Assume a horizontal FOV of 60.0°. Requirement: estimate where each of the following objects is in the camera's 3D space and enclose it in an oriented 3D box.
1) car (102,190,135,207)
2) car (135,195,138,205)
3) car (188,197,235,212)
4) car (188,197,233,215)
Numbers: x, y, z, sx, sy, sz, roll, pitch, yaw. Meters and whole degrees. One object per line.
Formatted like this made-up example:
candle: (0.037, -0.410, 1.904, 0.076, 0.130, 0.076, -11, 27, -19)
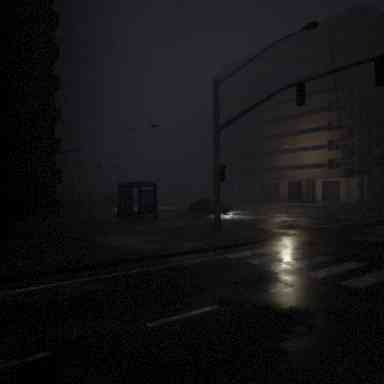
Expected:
car: (-10.547, 0.992, 46.759, 2.150, 2.045, 5.566, -1, 1, -36)
car: (-7.784, 1.168, 48.916, 2.128, 1.511, 4.902, -1, 1, -36)
car: (1.994, 1.272, 35.464, 2.033, 1.411, 5.357, -1, 1, -36)
car: (1.433, 1.340, 30.320, 1.994, 1.385, 4.181, -1, 1, -36)
